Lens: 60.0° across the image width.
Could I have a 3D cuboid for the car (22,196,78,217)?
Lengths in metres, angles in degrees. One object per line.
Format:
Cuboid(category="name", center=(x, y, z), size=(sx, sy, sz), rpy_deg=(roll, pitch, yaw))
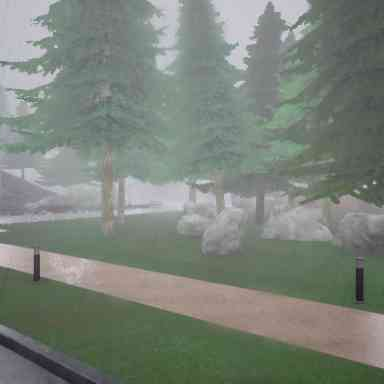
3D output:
Cuboid(category="car", center=(-12.583, 1.189, 29.655), size=(2.097, 1.767, 4.553), rpy_deg=(0, 0, 36))
